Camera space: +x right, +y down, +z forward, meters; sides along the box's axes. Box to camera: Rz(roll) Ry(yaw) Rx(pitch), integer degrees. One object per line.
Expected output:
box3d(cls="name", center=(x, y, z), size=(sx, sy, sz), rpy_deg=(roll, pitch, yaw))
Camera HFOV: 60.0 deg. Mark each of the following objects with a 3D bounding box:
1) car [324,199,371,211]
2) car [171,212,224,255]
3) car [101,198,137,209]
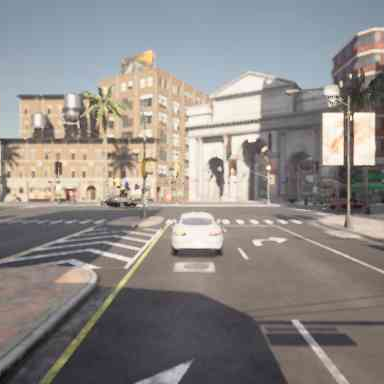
box3d(cls="car", center=(17.763, 1.493, 37.991), size=(4.718, 1.301, 1.895), rpy_deg=(0, 0, 1))
box3d(cls="car", center=(0.186, 1.489, 12.979), size=(1.812, 1.442, 4.674), rpy_deg=(0, 0, 0))
box3d(cls="car", center=(-9.643, 1.477, 43.501), size=(4.718, 1.301, 1.895), rpy_deg=(0, 0, 28))
